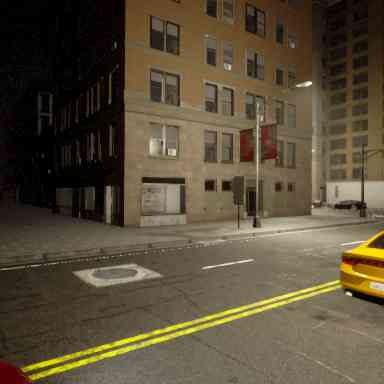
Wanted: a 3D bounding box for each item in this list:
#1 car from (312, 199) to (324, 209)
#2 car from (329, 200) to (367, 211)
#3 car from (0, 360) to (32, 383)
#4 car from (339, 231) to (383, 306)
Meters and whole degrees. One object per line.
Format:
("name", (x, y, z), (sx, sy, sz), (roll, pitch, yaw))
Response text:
("car", (15.578, 1.582, 44.937), (2.008, 1.369, 4.403), (0, 0, -35))
("car", (18.854, 1.596, 40.319), (1.947, 1.339, 4.313), (0, 0, -35))
("car", (-3.101, 1.526, 1.223), (4.674, 1.442, 1.812), (0, 0, -36))
("car", (5.222, 1.478, 7.183), (5.008, 1.535, 1.882), (0, 0, -35))
